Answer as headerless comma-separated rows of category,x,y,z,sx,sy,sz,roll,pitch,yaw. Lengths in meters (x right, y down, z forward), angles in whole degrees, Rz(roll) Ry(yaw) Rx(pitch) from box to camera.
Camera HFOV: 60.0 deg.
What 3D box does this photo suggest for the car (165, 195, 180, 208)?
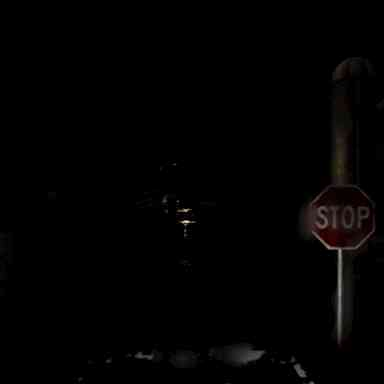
car,-2.788,1.290,48.318,2.097,1.767,4.553,0,0,0
